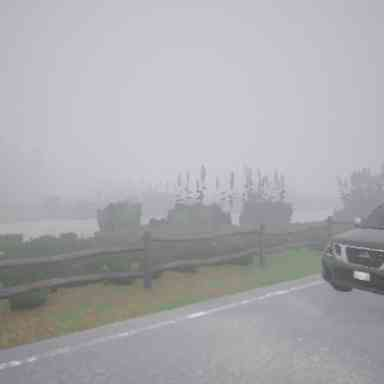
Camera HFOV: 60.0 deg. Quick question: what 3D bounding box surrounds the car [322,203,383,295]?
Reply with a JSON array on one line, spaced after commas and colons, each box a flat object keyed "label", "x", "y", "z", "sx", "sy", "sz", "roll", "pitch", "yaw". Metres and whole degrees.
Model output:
[{"label": "car", "x": 5.432, "y": 1.214, "z": 7.844, "sx": 5.566, "sy": 2.045, "sz": 2.150, "roll": 0, "pitch": 0, "yaw": -35}]
